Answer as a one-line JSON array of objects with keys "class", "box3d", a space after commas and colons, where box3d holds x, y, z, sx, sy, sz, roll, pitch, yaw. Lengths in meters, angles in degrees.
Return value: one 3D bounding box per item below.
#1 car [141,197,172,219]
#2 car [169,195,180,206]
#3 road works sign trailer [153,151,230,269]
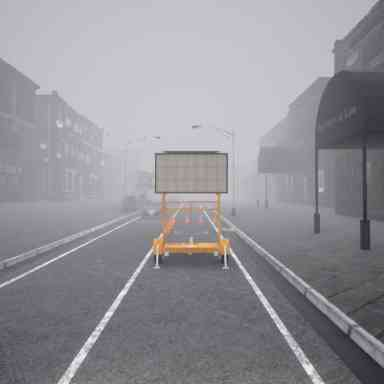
[{"class": "car", "box3d": [-3.187, 1.437, 28.448, 2.128, 1.511, 4.902, 0, 0, 0]}, {"class": "car", "box3d": [-3.173, 1.347, 55.917, 2.097, 1.767, 4.553, 0, 0, 0]}, {"class": "road works sign trailer", "box3d": [-0.019, 0.443, 11.097, 2.380, 3.560, 2.880, 0, 0, 0]}]
